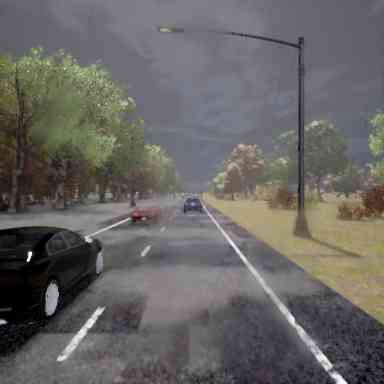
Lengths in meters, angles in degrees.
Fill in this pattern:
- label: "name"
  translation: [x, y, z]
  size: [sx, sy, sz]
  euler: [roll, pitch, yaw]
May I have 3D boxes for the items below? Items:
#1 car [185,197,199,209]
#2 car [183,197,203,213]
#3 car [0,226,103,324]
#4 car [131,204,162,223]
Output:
- label: "car"
  translation: [0.016, 1.507, 48.033]
  size: [1.837, 1.490, 4.892]
  euler: [0, 1, 0]
- label: "car"
  translation: [0.104, 1.351, 36.882]
  size: [2.097, 1.767, 4.553]
  euler: [0, 0, 0]
- label: "car"
  translation: [-3.402, 1.477, 7.278]
  size: [1.882, 1.535, 5.008]
  euler: [0, 0, 0]
- label: "car"
  translation: [-3.400, 1.600, 25.757]
  size: [1.895, 1.301, 4.718]
  euler: [0, 0, 0]
